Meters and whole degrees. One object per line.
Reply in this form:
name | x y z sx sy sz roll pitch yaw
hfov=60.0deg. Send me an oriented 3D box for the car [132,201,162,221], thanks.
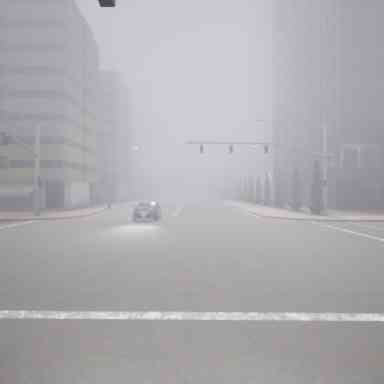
car | -3.471 1.451 26.298 2.128 1.511 4.902 0 -1 0
